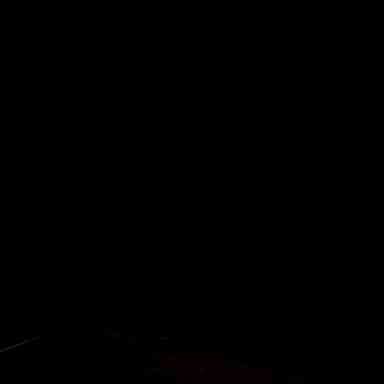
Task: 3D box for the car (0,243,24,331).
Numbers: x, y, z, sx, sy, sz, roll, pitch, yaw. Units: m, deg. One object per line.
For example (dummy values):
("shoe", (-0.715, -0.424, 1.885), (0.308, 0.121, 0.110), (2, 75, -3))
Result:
("car", (-6.111, 2.209, 7.616), (5.566, 2.045, 2.435), (-6, -4, 35))
